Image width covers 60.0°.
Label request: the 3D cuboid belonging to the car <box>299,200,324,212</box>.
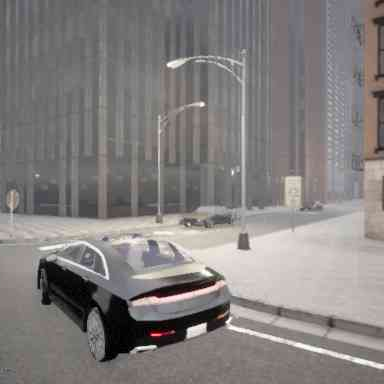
[{"bbox_3d":[15.139,1.760,41.905,2.033,1.411,5.357,0,0,36],"label":"car"}]

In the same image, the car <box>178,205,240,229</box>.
[{"bbox_3d":[1.337,1.605,22.380,2.033,1.411,5.357,0,0,35],"label":"car"}]

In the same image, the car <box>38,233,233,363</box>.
[{"bbox_3d":[-1.396,1.504,6.060,2.128,1.511,4.902,0,0,-37],"label":"car"}]
